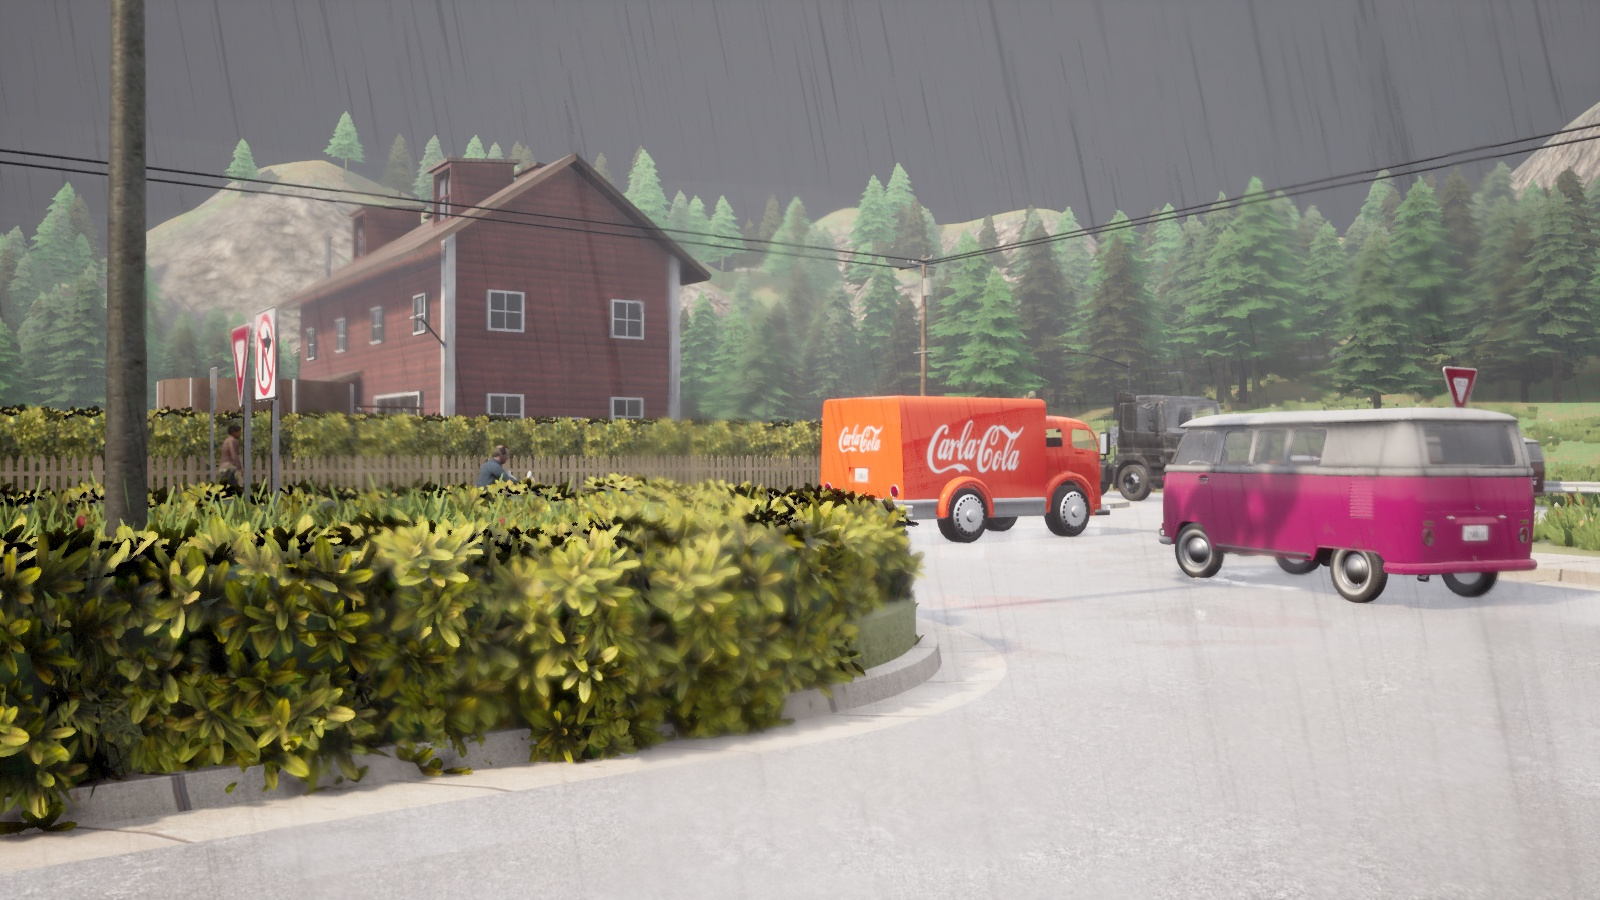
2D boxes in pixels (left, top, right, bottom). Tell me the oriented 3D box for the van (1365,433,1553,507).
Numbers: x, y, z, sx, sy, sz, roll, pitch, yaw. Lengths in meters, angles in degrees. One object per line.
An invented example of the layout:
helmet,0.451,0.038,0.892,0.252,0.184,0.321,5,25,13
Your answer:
van,18.750,0.546,35.908,1.775,1.987,4.442,0,0,-34

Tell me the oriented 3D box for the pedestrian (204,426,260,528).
pedestrian,-10.159,0.477,22.459,0.869,1.805,0.328,0,0,-35

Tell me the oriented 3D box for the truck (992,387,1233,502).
truck,10.250,-0.156,42.166,2.891,3.462,7.936,0,0,-34

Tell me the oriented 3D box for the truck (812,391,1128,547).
truck,3.098,0.307,22.486,5.204,2.467,2.627,0,0,-35

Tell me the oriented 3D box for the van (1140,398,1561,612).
van,5.870,0.520,14.076,1.775,1.987,4.442,0,0,-19
